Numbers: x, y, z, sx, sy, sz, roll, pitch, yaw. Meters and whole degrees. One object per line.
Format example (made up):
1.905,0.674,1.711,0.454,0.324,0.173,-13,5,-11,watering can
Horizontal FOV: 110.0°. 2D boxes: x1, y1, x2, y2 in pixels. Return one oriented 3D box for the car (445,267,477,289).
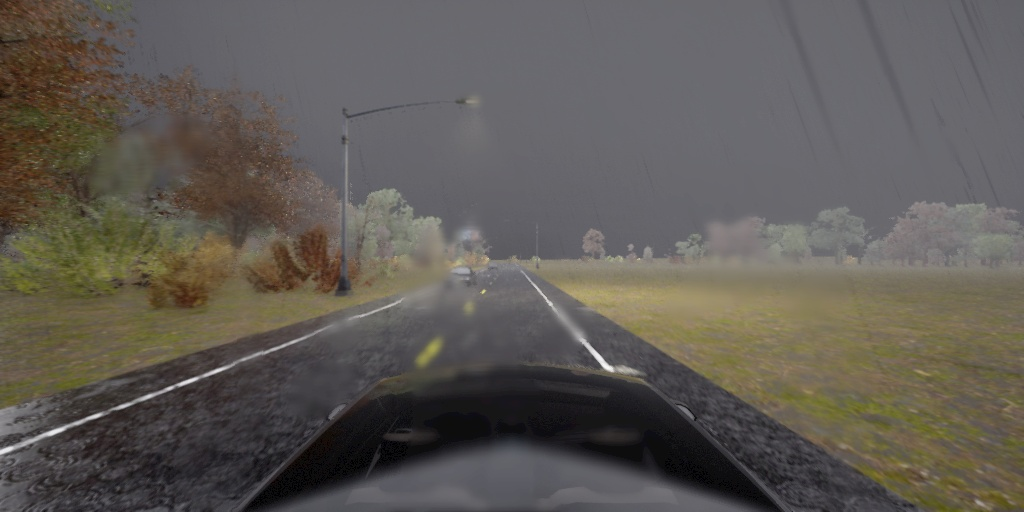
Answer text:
-3.606,1.531,26.141,1.812,1.442,4.674,0,-1,0,car
